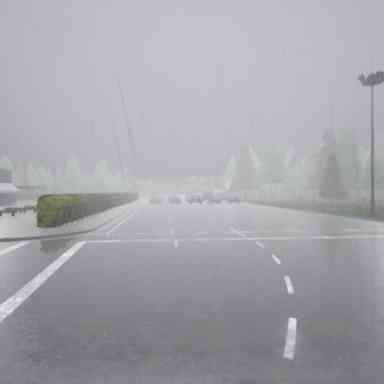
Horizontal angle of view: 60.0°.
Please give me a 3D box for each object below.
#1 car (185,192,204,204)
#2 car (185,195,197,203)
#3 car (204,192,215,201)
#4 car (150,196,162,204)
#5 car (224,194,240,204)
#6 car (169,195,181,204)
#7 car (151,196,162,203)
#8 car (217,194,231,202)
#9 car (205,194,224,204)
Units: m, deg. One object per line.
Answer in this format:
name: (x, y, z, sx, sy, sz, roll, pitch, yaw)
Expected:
car: (0.485, 1.256, 60.155, 2.097, 1.767, 4.553, 0, 0, -5)
car: (-0.335, 1.439, 69.319, 2.033, 1.411, 5.357, 0, 0, -5)
car: (3.148, 0.940, 69.660, 2.150, 2.045, 5.566, 0, 0, -5)
car: (-6.561, 1.486, 60.358, 1.994, 1.385, 4.181, 0, 0, -5)
car: (7.455, 1.390, 60.809, 1.837, 1.490, 4.892, 0, 0, -5)
car: (-3.006, 1.514, 59.903, 1.895, 1.301, 4.718, 0, 0, -5)
car: (-7.307, 1.475, 68.695, 1.994, 1.385, 4.181, 0, 0, -5)
car: (6.637, 1.231, 69.942, 2.128, 1.511, 4.902, 0, 0, -5)
car: (4.003, 1.496, 60.112, 1.895, 1.301, 4.718, 0, 0, -5)
